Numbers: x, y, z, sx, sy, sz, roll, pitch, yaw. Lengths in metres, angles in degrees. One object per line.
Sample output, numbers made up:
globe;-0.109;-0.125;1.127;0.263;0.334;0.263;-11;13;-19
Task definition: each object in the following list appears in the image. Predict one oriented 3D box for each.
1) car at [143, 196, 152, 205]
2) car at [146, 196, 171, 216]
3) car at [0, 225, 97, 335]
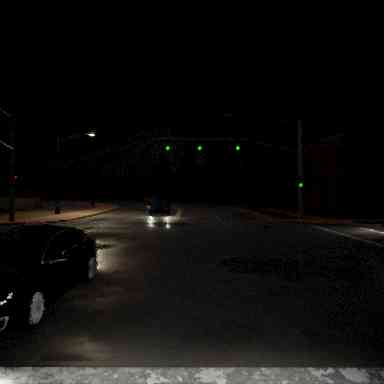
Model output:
car;-6.899;1.454;57.638;1.882;1.535;5.008;1;0;-26
car;-3.109;1.499;33.210;1.882;1.535;5.008;0;0;-1
car;-3.426;1.517;6.937;1.837;1.490;4.892;0;0;1
